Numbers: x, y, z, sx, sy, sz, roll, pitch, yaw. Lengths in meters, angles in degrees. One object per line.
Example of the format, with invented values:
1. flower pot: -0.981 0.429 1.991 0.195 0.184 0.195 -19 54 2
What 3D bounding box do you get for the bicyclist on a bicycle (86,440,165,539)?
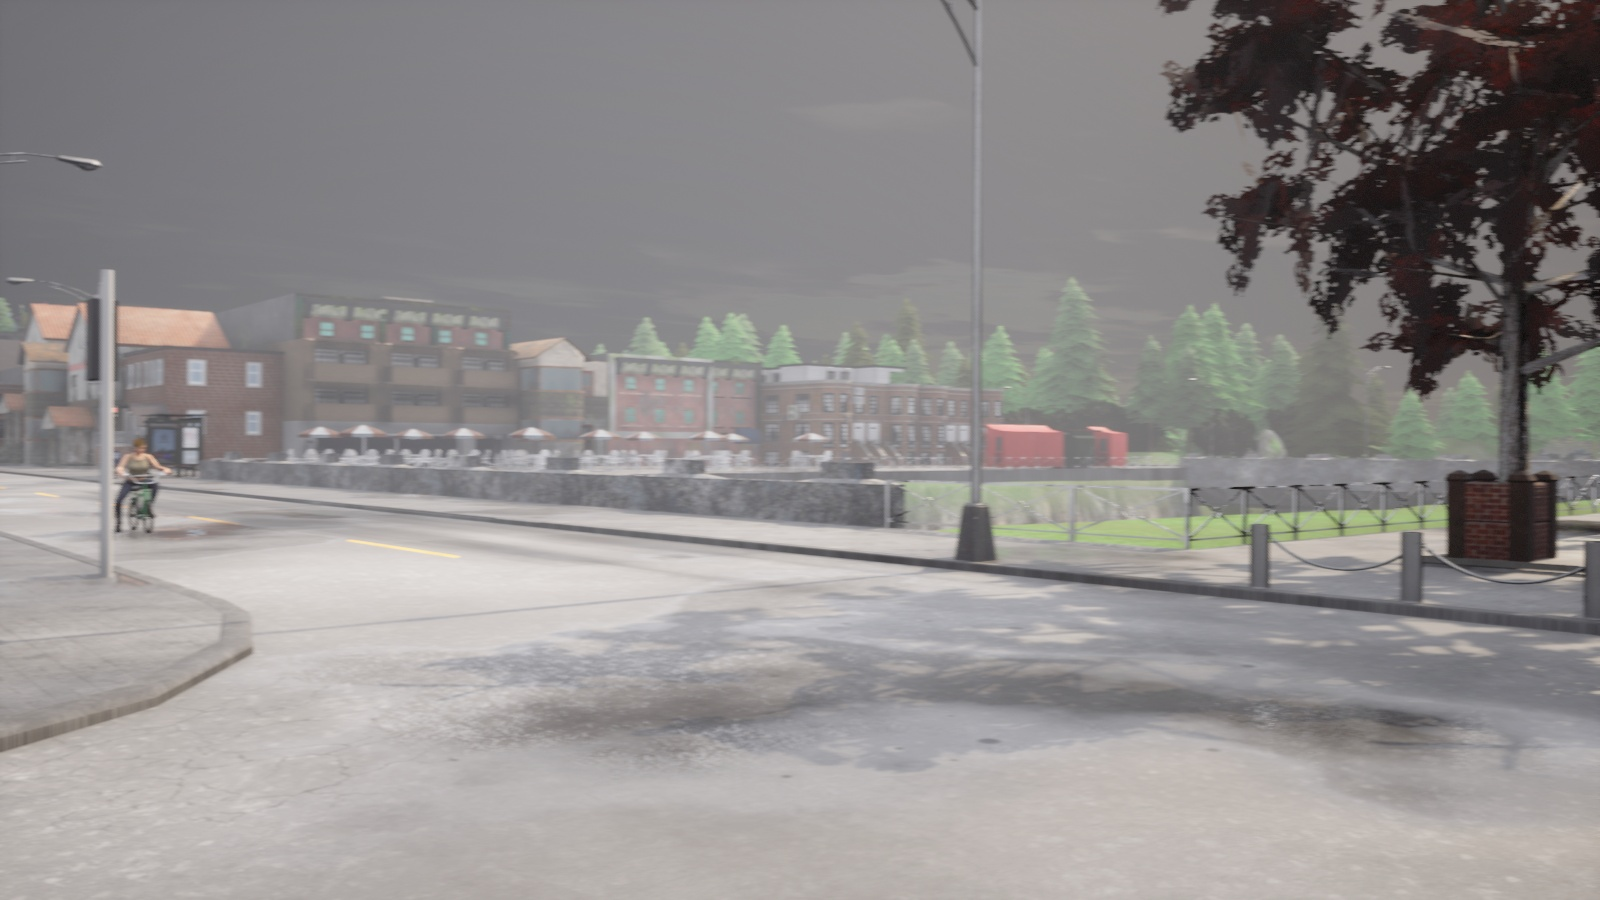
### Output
1. bicyclist on a bicycle: -11.424 0.645 21.256 0.866 1.612 1.509 0 0 -41
